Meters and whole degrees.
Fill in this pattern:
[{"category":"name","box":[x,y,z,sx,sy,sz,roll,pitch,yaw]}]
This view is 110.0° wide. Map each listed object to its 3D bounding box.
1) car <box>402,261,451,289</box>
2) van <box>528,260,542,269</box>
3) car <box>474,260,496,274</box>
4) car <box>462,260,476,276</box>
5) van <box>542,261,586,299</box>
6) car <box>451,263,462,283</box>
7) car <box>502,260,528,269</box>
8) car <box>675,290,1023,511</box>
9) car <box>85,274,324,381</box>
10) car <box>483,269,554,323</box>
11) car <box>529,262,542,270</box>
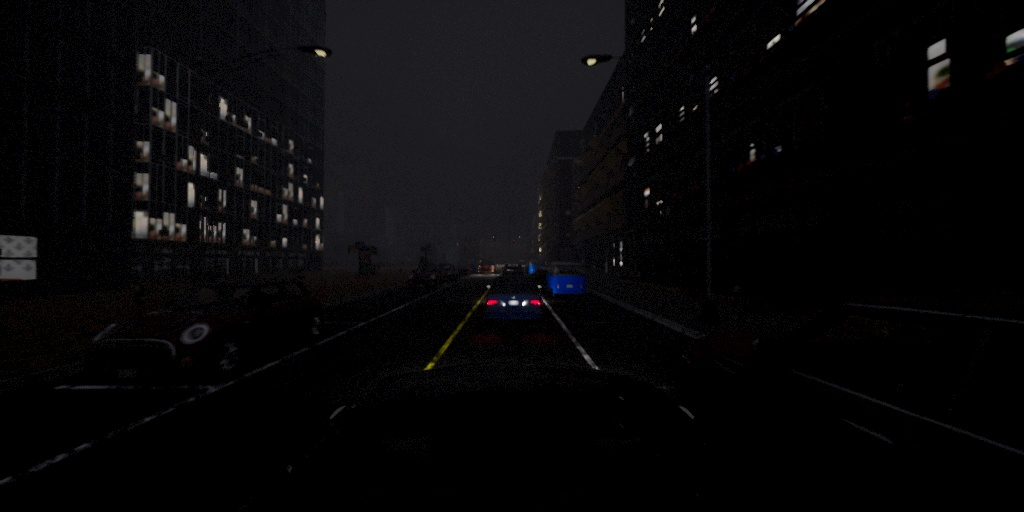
[{"category":"car","box":[-5.662,1.315,24.226,1.967,1.591,4.097,0,0,0]},{"category":"van","box":[2.692,1.301,41.196,1.690,1.789,3.998,0,0,0]},{"category":"car","box":[-3.091,1.326,44.351,2.097,1.767,4.553,0,0,0]},{"category":"car","box":[-5.656,1.505,41.163,1.888,1.381,4.507,0,0,0]},{"category":"van","box":[2.692,1.186,18.610,1.690,1.789,3.998,0,0,0]},{"category":"car","box":[-5.656,1.344,29.872,1.967,1.591,4.097,0,0,0]},{"category":"car","box":[0.087,1.409,32.436,2.128,1.511,4.902,0,0,0]},{"category":"car","box":[2.691,1.065,1.672,2.192,1.841,5.009,0,0,0]},{"category":"car","box":[-5.693,1.222,7.288,1.967,1.591,4.097,0,0,0]},{"category":"car","box":[0.066,1.359,12.449,2.033,1.411,5.357,0,0,0]},{"category":"car","box":[2.692,1.450,29.905,1.888,1.381,4.507,0,0,0]}]
